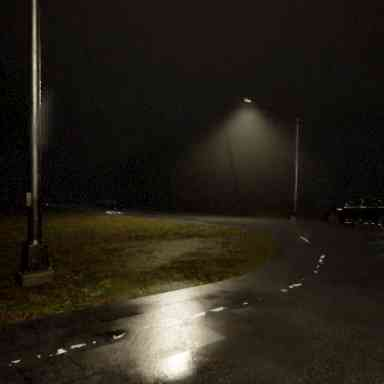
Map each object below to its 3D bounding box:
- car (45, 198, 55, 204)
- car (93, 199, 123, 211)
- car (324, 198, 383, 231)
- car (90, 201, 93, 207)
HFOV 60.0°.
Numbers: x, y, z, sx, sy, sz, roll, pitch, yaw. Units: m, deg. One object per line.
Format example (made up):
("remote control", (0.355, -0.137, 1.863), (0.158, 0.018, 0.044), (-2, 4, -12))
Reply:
("car", (-36.360, 2.386, 85.171), (1.837, 1.490, 4.892), (4, -3, -32))
("car", (-10.332, 1.692, 41.443), (1.895, 1.301, 4.718), (4, -3, -34))
("car", (11.613, 1.409, 21.984), (2.150, 2.045, 5.566), (4, -3, -35))
("car", (-18.523, 2.228, 65.595), (1.837, 1.490, 4.892), (4, -3, -35))
